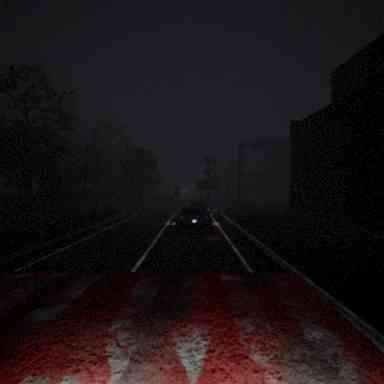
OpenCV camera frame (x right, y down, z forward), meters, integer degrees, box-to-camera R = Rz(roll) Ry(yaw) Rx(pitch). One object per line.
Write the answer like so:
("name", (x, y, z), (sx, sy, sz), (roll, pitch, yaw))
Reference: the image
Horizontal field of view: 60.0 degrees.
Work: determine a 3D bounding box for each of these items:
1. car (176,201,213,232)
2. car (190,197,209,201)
("car", (0.109, 1.426, 18.845), (1.994, 1.385, 4.181), (0, 0, 0))
("car", (0.749, 1.264, 34.433), (1.812, 1.442, 4.674), (0, 0, 5))
